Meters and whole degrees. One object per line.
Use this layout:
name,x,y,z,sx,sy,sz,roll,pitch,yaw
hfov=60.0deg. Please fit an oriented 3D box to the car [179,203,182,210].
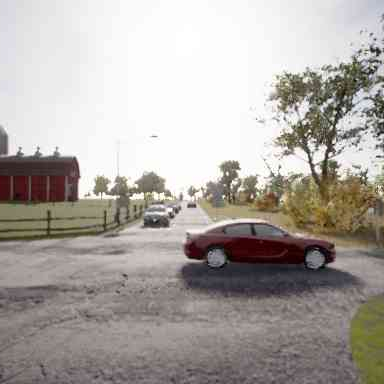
car,-2.844,2.124,46.505,1.882,1.535,5.008,0,-1,0

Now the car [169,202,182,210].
car,-2.775,2.357,56.555,1.994,1.385,4.181,0,-1,1

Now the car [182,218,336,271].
car,2.176,1.652,11.145,5.008,1.535,1.882,1,-1,0

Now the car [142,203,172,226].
car,-2.816,1.872,26.818,1.837,1.490,4.892,0,-1,-1

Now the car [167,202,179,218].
car,-2.852,2.052,36.603,2.033,1.411,5.357,0,-1,0

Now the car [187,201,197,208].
car,-0.022,2.533,68.861,1.994,1.385,4.181,0,-1,0
